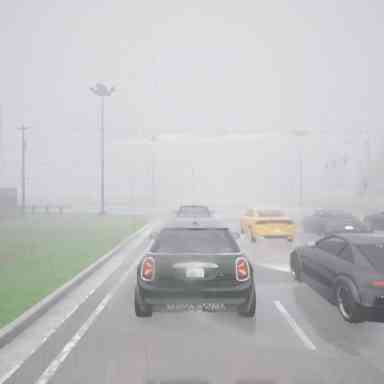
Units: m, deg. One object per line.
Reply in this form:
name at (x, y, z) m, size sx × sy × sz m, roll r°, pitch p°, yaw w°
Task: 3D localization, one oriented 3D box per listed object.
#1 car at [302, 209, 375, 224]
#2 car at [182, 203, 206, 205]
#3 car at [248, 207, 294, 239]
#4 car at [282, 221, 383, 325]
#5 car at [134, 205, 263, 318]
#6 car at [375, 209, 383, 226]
car at (7.078, 1.564, 16.938) m, size 1.994 × 1.385 × 4.181 m, roll 0°, pitch 0°, yaw 0°
car at (0.083, 1.351, 16.894) m, size 2.097 × 1.767 × 4.553 m, roll 0°, pitch 0°, yaw 0°
car at (3.584, 1.477, 16.507) m, size 1.882 × 1.535 × 5.008 m, roll 0°, pitch 0°, yaw 0°
car at (3.563, 1.564, 7.128) m, size 1.994 × 1.385 × 4.181 m, roll 0°, pitch 0°, yaw 0°
car at (0.062, 1.352, 7.600) m, size 2.097 × 1.767 × 4.553 m, roll 0°, pitch 0°, yaw 0°
car at (10.582, 1.492, 16.851) m, size 2.128 × 1.511 × 4.902 m, roll 0°, pitch 0°, yaw 0°
